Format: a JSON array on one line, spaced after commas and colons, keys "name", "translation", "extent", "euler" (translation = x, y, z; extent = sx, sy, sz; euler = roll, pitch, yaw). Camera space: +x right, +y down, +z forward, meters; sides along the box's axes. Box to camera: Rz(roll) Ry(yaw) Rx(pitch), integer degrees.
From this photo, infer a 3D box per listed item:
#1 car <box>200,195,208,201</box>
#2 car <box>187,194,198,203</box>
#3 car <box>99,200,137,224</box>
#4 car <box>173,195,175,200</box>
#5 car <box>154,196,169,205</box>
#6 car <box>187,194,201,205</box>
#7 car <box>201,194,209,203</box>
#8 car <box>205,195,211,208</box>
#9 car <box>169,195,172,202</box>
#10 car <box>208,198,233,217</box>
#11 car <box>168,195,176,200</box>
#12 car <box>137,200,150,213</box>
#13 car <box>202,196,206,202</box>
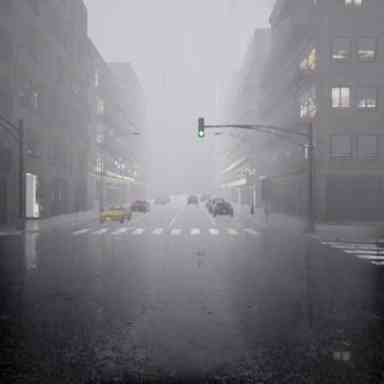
[{"name": "car", "translation": [2.860, 1.533, 80.262], "extent": [1.947, 1.339, 4.313], "euler": [1, 0, 0]}, {"name": "car", "translation": [0.136, 1.322, 66.793], "extent": [2.097, 1.767, 4.553], "euler": [0, 0, 0]}, {"name": "car", "translation": [-5.631, 1.512, 24.889], "extent": [1.752, 1.417, 4.829], "euler": [1, 0, 0]}, {"name": "car", "translation": [-5.510, 1.491, 85.646], "extent": [1.752, 1.417, 4.829], "euler": [1, 0, 0]}, {"name": "car", "translation": [-5.565, 1.498, 58.030], "extent": [1.752, 1.417, 4.829], "euler": [1, 0, 0]}, {"name": "car", "translation": [0.116, 1.478, 56.401], "extent": [1.837, 1.490, 4.892], "euler": [0, 0, 0]}, {"name": "car", "translation": [2.840, 1.284, 69.216], "extent": [2.192, 1.841, 5.009], "euler": [1, 0, 0]}, {"name": "car", "translation": [2.773, 1.421, 36.075], "extent": [1.967, 1.590, 4.097], "euler": [1, 0, 0]}, {"name": "car", "translation": [-5.554, 1.522, 63.723], "extent": [2.008, 1.369, 4.403], "euler": [1, 0, 0]}, {"name": "car", "translation": [2.761, 1.528, 30.551], "extent": [1.887, 1.381, 4.507], "euler": [1, 0, 0]}, {"name": "car", "translation": [-5.499, 1.516, 91.339], "extent": [2.008, 1.369, 4.403], "euler": [1, 0, 0]}, {"name": "car", "translation": [-5.609, 1.526, 36.105], "extent": [1.887, 1.381, 4.507], "euler": [1, 0, 0]}, {"name": "car", "translation": [2.793, 1.558, 47.122], "extent": [1.802, 1.307, 4.206], "euler": [1, 0, 0]}]
